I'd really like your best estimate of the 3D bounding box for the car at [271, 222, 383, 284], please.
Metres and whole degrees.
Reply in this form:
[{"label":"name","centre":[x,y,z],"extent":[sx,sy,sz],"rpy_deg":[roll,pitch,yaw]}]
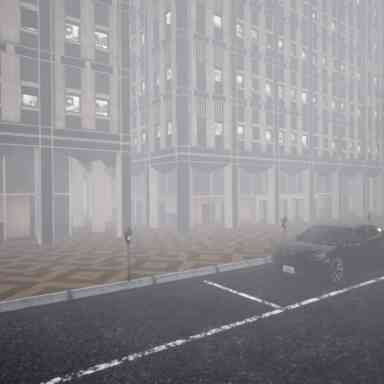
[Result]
[{"label":"car","centre":[4.181,1.564,9.579],"extent":[4.313,1.339,1.947],"rpy_deg":[0,-1,-36]}]
